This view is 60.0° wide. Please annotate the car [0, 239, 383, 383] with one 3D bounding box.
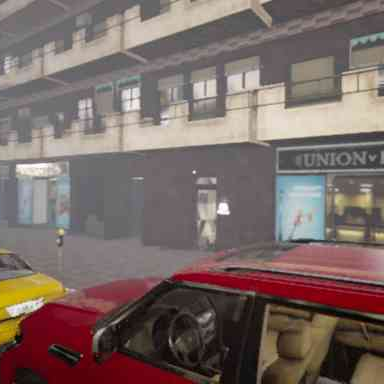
[{"bbox_3d":[0.664,1.312,2.383,5.009,1.841,2.192,0,1,36],"label":"car"}]
